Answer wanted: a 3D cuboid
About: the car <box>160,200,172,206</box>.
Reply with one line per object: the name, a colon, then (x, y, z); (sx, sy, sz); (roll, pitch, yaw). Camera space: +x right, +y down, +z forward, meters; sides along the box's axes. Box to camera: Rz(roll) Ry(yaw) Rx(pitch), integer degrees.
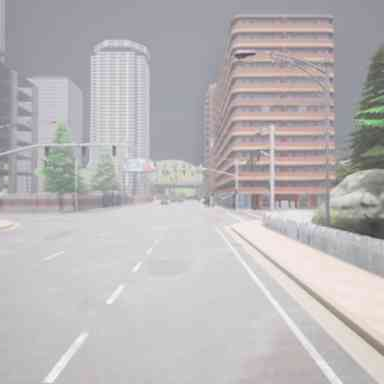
car: (-7.016, 2.730, 84.865); (2.033, 1.411, 5.357); (0, -1, 0)
